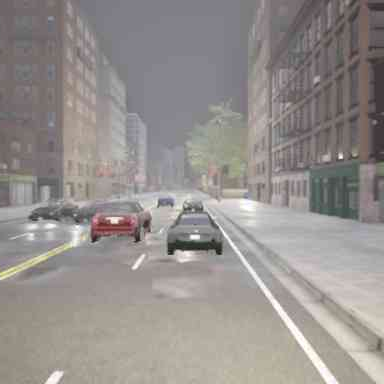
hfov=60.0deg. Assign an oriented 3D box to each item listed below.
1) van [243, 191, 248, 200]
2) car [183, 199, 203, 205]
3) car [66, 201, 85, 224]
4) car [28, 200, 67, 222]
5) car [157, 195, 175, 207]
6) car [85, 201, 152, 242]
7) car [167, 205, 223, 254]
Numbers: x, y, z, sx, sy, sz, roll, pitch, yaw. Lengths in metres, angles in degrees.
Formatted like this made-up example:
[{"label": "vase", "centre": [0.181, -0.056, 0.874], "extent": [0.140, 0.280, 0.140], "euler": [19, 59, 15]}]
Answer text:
[{"label": "van", "centre": [12.155, 0.739, 66.676], "extent": [3.998, 1.788, 1.690], "euler": [0, 0, 1]}, {"label": "car", "centre": [0.097, 1.281, 31.700], "extent": [1.895, 1.301, 4.718], "euler": [0, 1, 0]}, {"label": "car", "centre": [-6.518, 1.314, 23.039], "extent": [2.033, 1.411, 5.357], "euler": [0, 1, 0]}, {"label": "car", "centre": [-9.759, 1.304, 24.065], "extent": [2.033, 1.411, 5.357], "euler": [0, 1, 0]}, {"label": "car", "centre": [-3.157, 1.066, 41.076], "extent": [1.882, 1.535, 5.008], "euler": [0, 0, 0]}, {"label": "car", "centre": [-3.151, 1.192, 15.642], "extent": [2.097, 1.767, 4.553], "euler": [0, 1, 0]}, {"label": "car", "centre": [0.099, 1.431, 12.944], "extent": [1.994, 1.385, 4.181], "euler": [0, 1, 0]}]
